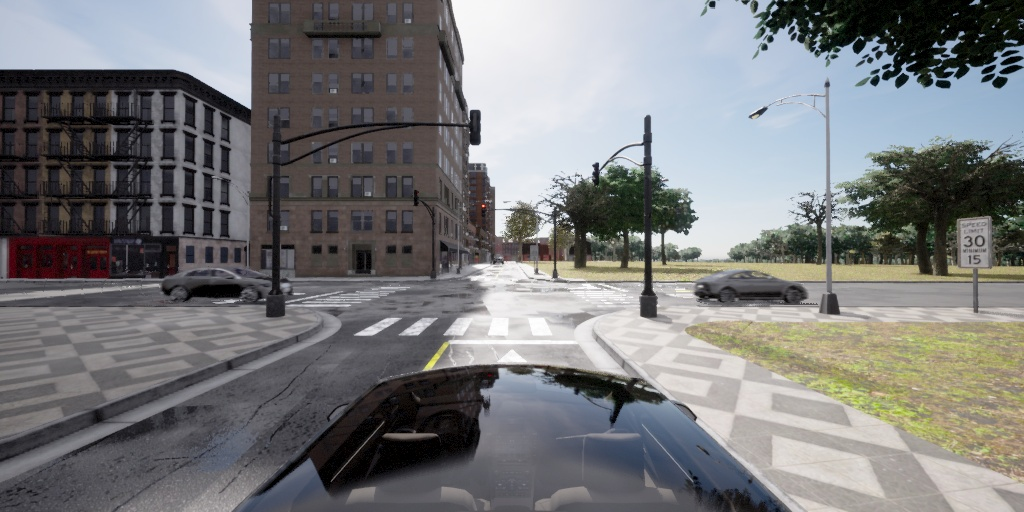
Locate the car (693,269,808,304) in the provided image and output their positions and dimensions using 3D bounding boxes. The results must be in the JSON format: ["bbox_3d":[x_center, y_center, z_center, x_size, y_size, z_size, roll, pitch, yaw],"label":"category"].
[{"bbox_3d":[10.138,1.280,15.463,4.181,1.385,1.994,0,-1,0],"label":"car"}]

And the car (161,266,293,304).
[{"bbox_3d":[-12.142,1.199,15.457,4.902,1.511,2.128,0,-1,0],"label":"car"}]
